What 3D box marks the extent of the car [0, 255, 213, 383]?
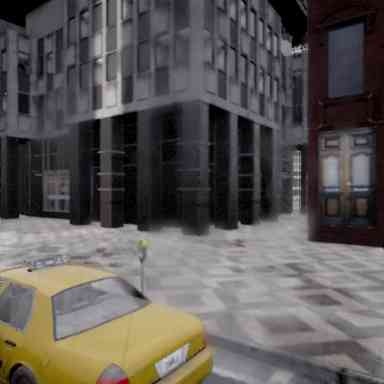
[{"bbox_3d":[-2.061,1.538,4.435,4.829,1.417,1.752,0,0,36],"label":"car"}]
